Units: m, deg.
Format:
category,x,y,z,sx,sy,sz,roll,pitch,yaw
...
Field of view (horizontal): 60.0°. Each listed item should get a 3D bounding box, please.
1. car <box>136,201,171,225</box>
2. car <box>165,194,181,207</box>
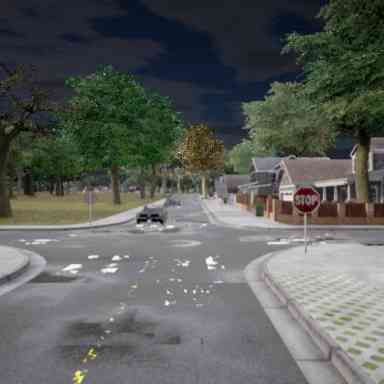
category,x,y,z,sx,sy,sz,roll,pitch,yaw
car,-2.755,1.565,23.627,1.895,1.301,4.718,0,0,0
car,-2.759,1.172,48.435,2.097,1.767,4.553,0,0,0
